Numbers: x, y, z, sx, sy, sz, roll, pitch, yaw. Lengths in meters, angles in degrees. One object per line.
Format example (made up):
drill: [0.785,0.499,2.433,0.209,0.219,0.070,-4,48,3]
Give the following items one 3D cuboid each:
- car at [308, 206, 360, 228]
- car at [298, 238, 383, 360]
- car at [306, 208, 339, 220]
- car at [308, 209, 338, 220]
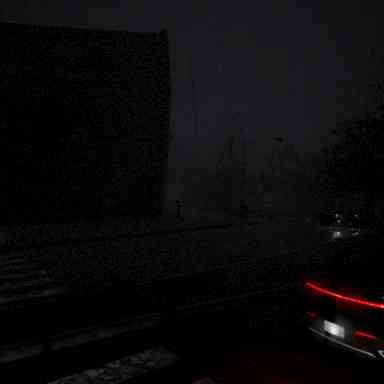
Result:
car: [11.944,1.966,27.888,2.097,1.767,4.553,3,-2,-7]
car: [3.951,1.527,5.531,4.892,1.490,1.837,0,0,-30]
car: [18.162,3.067,46.198,5.008,1.535,1.882,5,-3,-38]
car: [20.161,3.440,51.319,4.181,1.385,1.994,4,-2,-26]
